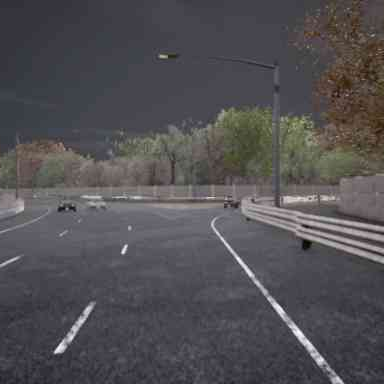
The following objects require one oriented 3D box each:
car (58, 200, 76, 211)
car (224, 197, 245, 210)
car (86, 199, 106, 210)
[{"bbox_3d":[-14.631,1.529,38.752,1.895,1.301,4.718,0,0,-23],"label":"car"},{"bbox_3d":[5.456,1.333,40.213,1.837,1.490,4.892,-2,-1,30],"label":"car"},{"bbox_3d":[-12.180,1.506,41.933,1.895,1.301,4.718,0,0,-23],"label":"car"}]
